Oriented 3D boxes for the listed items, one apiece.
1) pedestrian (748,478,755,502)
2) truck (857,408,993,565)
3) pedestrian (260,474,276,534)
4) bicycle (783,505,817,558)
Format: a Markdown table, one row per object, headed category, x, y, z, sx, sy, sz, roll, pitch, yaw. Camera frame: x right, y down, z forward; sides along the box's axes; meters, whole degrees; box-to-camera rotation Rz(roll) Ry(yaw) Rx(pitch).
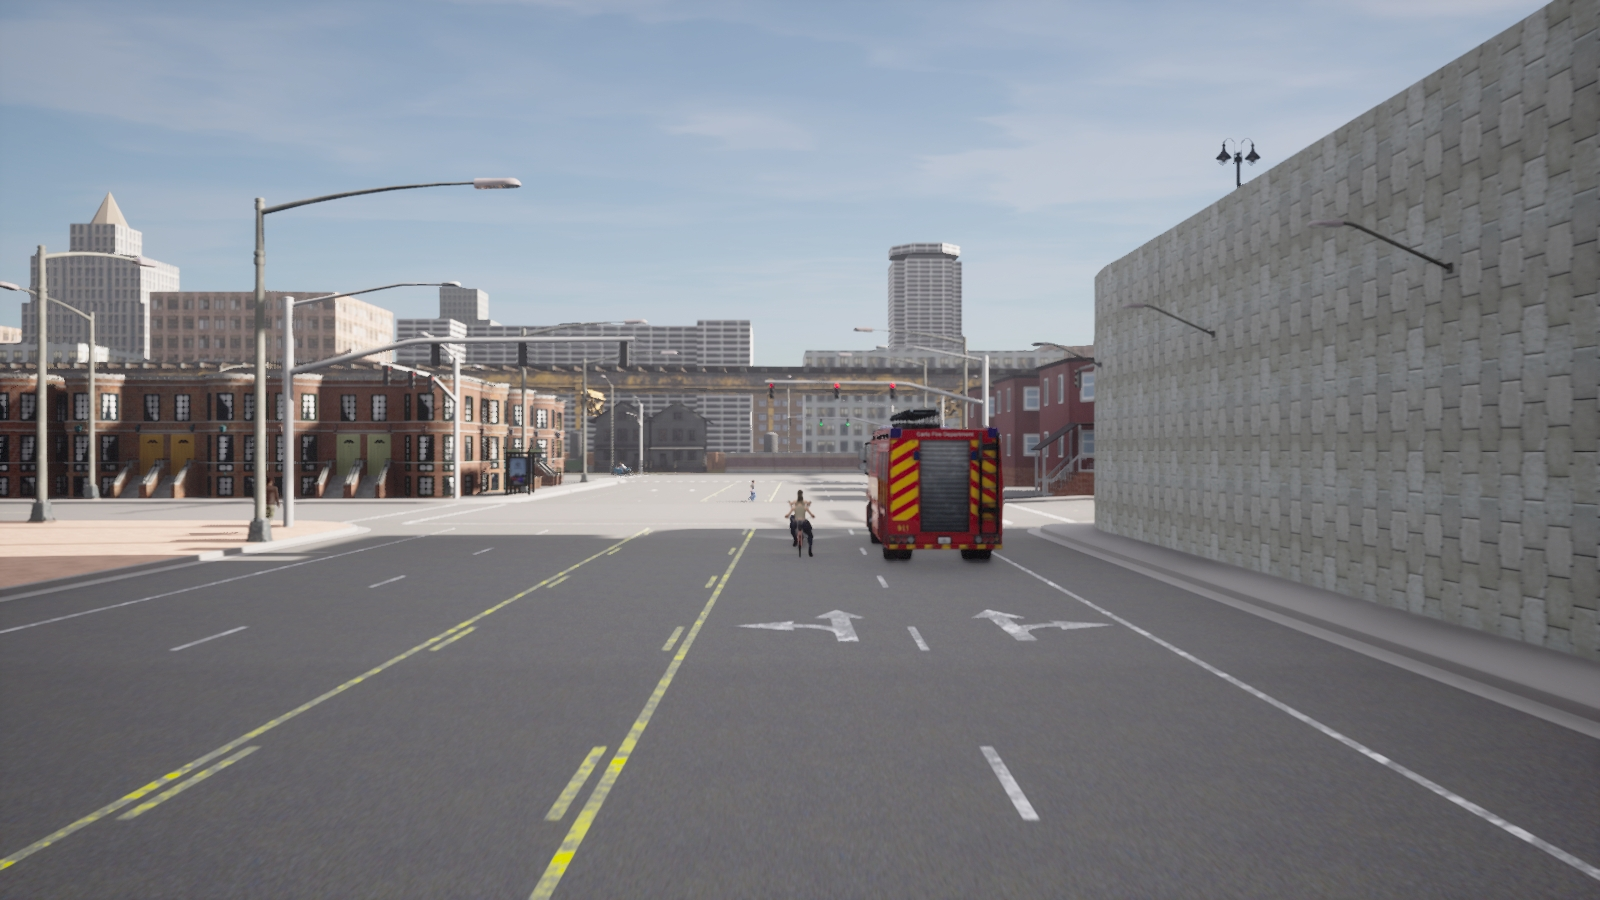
| category | x | y | z | sx | sy | sz | roll | pitch | yaw |
| --- | --- | --- | --- | --- | --- | --- | --- | --- | --- |
| pedestrian | -2.584 | 2.129 | 61.128 | 0.375 | 1.300 | 0.375 | 0 | 0 | -1 |
| truck | 3.248 | 0.890 | 32.042 | 2.891 | 3.827 | 8.468 | 0 | 0 | 0 |
| pedestrian | -16.719 | 1.697 | 35.914 | 0.375 | 1.860 | 0.375 | 0 | 0 | -15 |
| bicycle | -0.001 | 2.145 | 30.219 | 0.859 | 1.301 | 1.487 | 0 | 0 | 0 |
